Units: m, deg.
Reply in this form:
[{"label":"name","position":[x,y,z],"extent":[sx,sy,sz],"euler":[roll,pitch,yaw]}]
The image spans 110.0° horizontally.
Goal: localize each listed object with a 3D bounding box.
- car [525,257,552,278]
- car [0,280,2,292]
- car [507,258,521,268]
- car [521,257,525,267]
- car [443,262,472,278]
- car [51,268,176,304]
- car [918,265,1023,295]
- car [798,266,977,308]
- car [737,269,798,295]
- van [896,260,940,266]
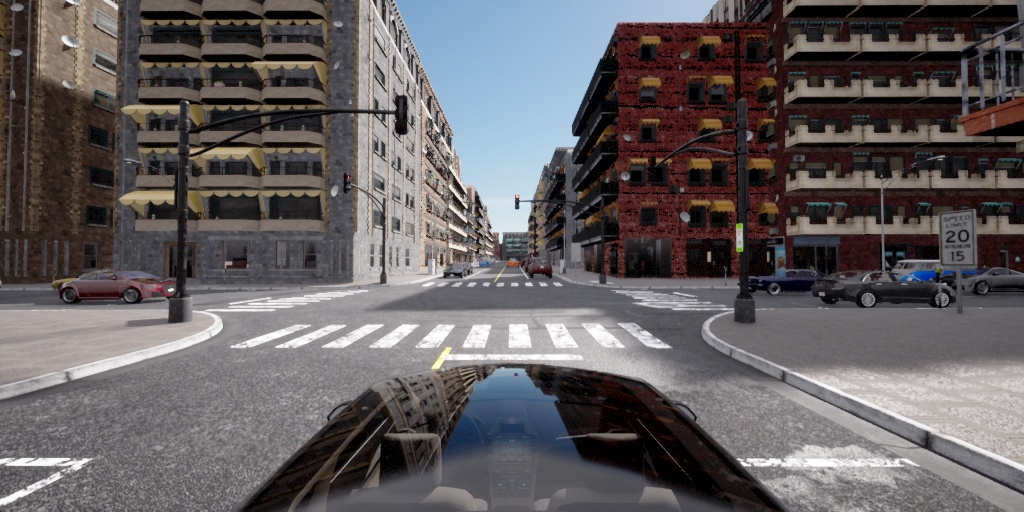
[{"label":"car","position":[2.612,1.075,33.689],"extent":[2.192,1.841,5.009],"euler":[0,0,0]},{"label":"car","position":[-26.676,1.026,16.022],"extent":[5.566,2.045,2.150],"euler":[0,-1,0]},{"label":"car","position":[0.186,1.174,63.723],"extent":[2.097,1.767,4.553],"euler":[0,0,0]},{"label":"car","position":[2.628,1.084,44.812],"extent":[2.192,1.841,5.009],"euler":[0,0,0]},{"label":"car","position":[-5.269,1.326,33.655],"extent":[1.948,1.339,4.313],"euler":[0,0,0]},{"label":"car","position":[-17.187,1.339,15.978],"extent":[4.181,1.385,1.994],"euler":[0,-1,0]},{"label":"car","position":[24.582,1.287,18.768],"extent":[4.181,1.385,1.994],"euler":[0,-1,0]},{"label":"car","position":[13.762,1.185,13.380],"extent":[4.403,1.370,2.007],"euler":[0,0,0]},{"label":"car","position":[14.576,1.347,18.804],"extent":[4.718,1.301,1.895],"euler":[0,-1,-2]},{"label":"van","position":[24.931,1.114,21.216],"extent":[3.998,1.789,1.690],"euler":[0,0,0]}]
